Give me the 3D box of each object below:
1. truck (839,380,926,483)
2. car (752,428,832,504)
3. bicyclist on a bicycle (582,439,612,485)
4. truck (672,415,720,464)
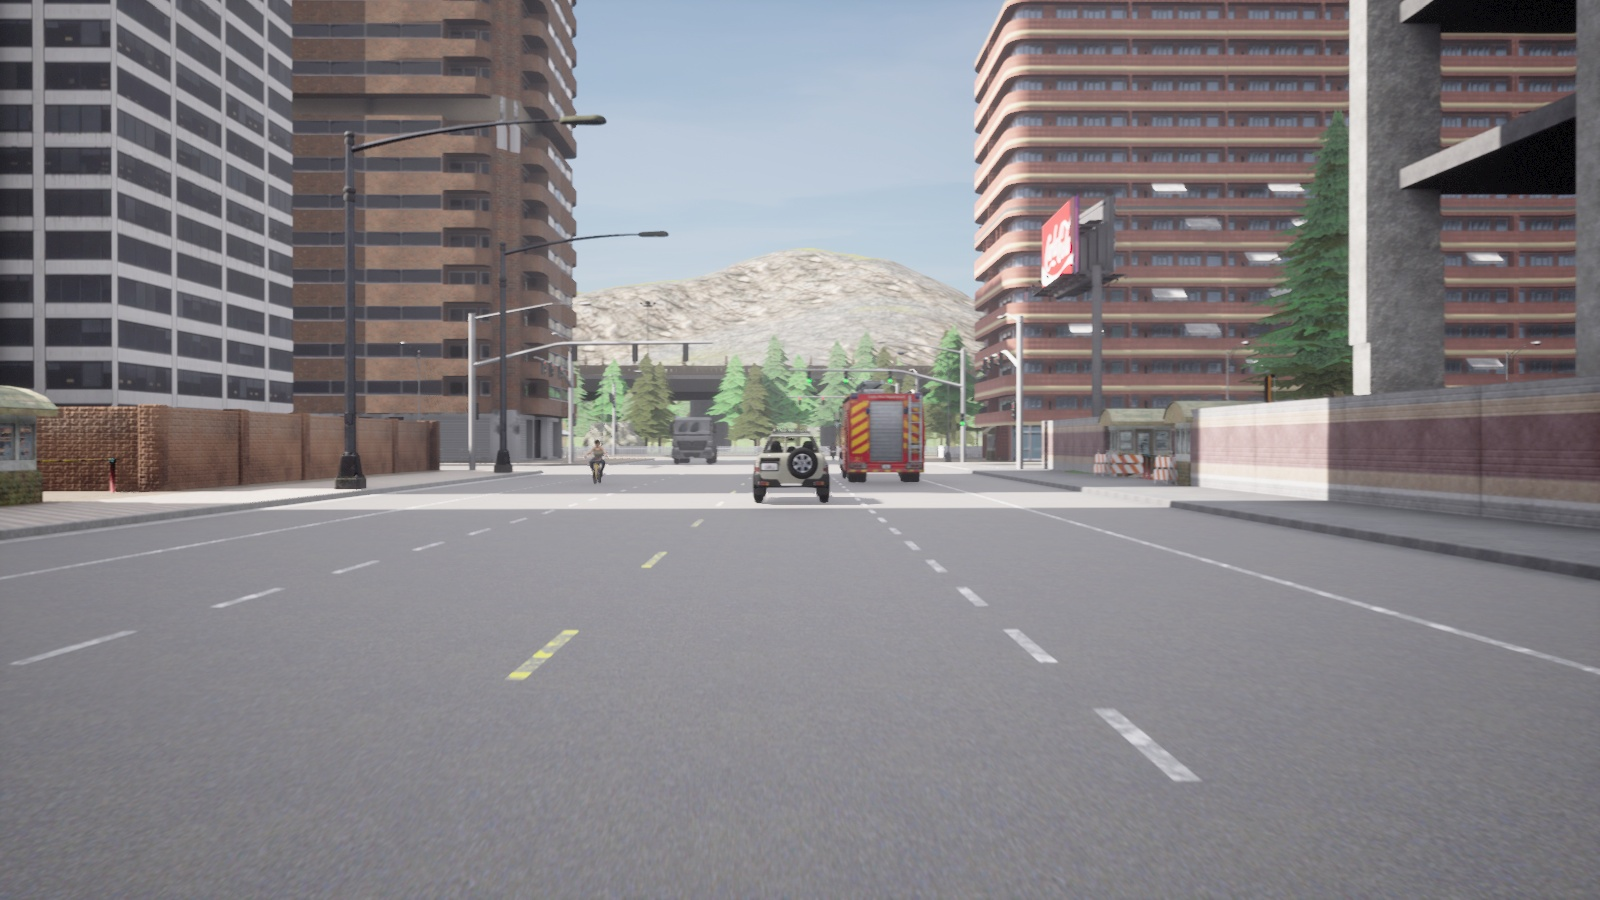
[{"bbox_3d":[3.195,-0.702,50.689,2.891,3.827,8.468,0,0,0],"label":"truck"},{"bbox_3d":[-0.202,0.378,32.758,1.932,1.855,4.605,0,0,0],"label":"car"},{"bbox_3d":[-7.267,0.424,45.012,0.866,1.612,1.509,0,0,0],"label":"bicyclist on a bicycle"},{"bbox_3d":[-7.552,-0.759,92.028,2.891,3.462,7.936,0,0,0],"label":"truck"}]
